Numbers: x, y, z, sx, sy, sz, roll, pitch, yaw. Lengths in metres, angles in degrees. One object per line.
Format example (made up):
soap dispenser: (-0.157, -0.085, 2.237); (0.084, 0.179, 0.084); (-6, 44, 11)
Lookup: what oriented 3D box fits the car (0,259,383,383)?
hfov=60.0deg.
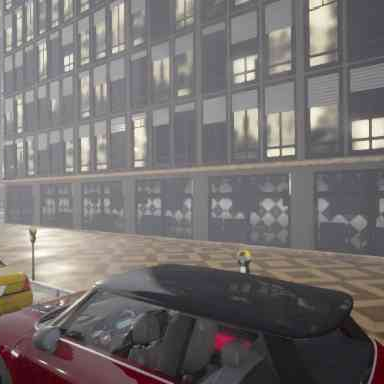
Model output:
car: (-0.350, 1.441, 3.143); (4.097, 1.590, 1.967); (0, -1, 35)
